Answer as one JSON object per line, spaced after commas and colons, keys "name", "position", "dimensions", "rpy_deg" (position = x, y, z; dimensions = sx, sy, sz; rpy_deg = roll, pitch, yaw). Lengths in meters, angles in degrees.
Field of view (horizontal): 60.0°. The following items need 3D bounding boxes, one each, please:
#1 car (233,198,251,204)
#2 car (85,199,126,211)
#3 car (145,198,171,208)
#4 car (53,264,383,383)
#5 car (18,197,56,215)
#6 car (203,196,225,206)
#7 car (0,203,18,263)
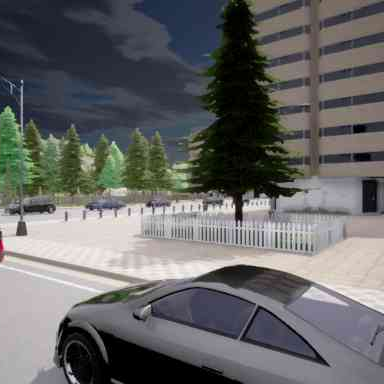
{"name": "car", "position": [9.447, 1.505, 63.286], "dimensions": [1.837, 1.490, 4.892], "rpy_deg": [0, 0, 35]}
{"name": "car", "position": [-10.652, 1.547, 41.412], "dimensions": [2.033, 1.411, 5.357], "rpy_deg": [0, 0, 35]}
{"name": "car", "position": [-4.964, 1.564, 49.384], "dimensions": [1.994, 1.385, 4.181], "rpy_deg": [0, 0, 36]}
{"name": "car", "position": [0.339, 1.564, 3.749], "dimensions": [4.181, 1.385, 1.994], "rpy_deg": [0, 0, 35]}
{"name": "car", "position": [-16.226, 1.352, 33.574], "dimensions": [2.097, 1.767, 4.553], "rpy_deg": [0, 0, 35]}
{"name": "car", "position": [3.643, 1.504, 55.130], "dimensions": [1.837, 1.490, 4.892], "rpy_deg": [0, 0, 35]}
{"name": "car", "position": [-7.352, 1.221, 9.179], "dimensions": [5.566, 2.045, 2.150], "rpy_deg": [0, 0, 36]}
